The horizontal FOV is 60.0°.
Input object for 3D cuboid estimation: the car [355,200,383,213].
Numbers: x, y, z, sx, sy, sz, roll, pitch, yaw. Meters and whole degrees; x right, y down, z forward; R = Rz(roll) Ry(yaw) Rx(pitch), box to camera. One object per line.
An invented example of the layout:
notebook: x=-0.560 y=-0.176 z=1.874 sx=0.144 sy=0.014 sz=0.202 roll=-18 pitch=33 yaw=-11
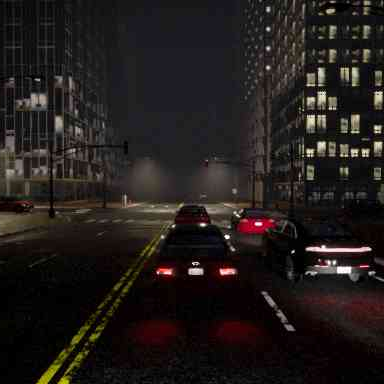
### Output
car: x=21.716 y=1.643 z=38.532 sx=4.829 sy=1.417 sz=1.752 roll=1 pitch=0 yaw=1

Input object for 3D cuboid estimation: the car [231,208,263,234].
car: x=3.305 y=1.554 z=18.480 sx=1.994 sy=1.385 sz=4.181 roll=0 pitch=0 yaw=0

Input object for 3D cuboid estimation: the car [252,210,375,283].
car: x=3.325 y=1.487 z=9.679 sx=2.128 sy=1.511 sz=4.902 roll=0 pitch=0 yaw=0

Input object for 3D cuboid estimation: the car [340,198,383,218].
car: x=16.128 y=1.519 z=30.232 sx=5.009 sy=1.841 sz=2.192 roll=1 pitch=0 yaw=1

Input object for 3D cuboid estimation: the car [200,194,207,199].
car: x=3.027 y=1.266 z=91.407 sx=1.812 sy=1.442 sz=4.674 roll=0 pitch=0 yaw=0

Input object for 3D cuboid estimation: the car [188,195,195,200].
car: x=-0.227 y=1.459 z=92.866 sx=1.994 sy=1.385 sz=4.181 roll=0 pitch=0 yaw=0

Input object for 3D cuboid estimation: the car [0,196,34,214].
car: x=-18.289 y=1.206 z=33.295 sx=4.553 sy=1.767 sz=2.097 roll=1 pitch=1 yaw=1

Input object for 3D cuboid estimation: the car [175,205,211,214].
car: x=0.060 y=1.468 z=18.585 sx=1.882 sy=1.535 sz=5.008 roll=0 pitch=0 yaw=1

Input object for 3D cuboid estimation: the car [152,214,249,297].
car: x=0.080 y=1.544 z=8.764 sx=2.033 sy=1.411 sz=5.357 roll=0 pitch=0 yaw=0

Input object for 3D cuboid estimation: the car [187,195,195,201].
car: x=-0.202 y=1.519 z=82.776 sx=1.895 sy=1.301 sz=4.718 roll=0 pitch=0 yaw=0

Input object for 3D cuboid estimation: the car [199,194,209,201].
car: x=3.052 y=1.513 z=81.434 sx=1.895 sy=1.301 sz=4.718 roll=0 pitch=0 yaw=0
